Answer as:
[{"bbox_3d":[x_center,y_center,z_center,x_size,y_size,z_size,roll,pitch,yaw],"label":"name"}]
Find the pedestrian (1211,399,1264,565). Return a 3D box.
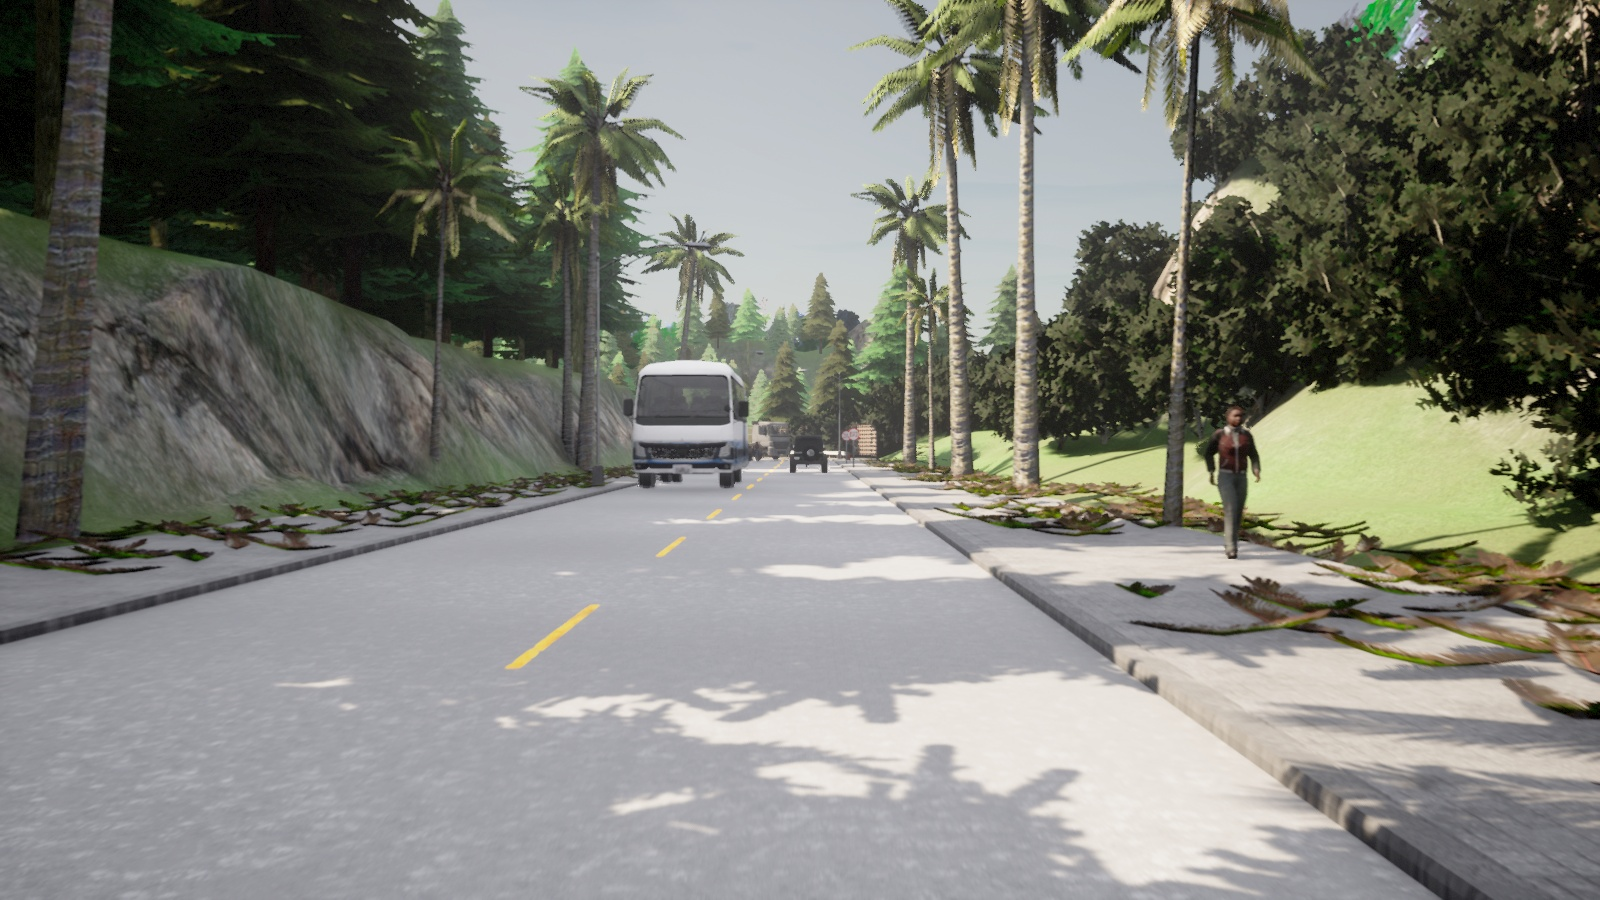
[{"bbox_3d":[5.180,0.367,14.897,0.402,1.930,0.666,0,0,1],"label":"pedestrian"}]

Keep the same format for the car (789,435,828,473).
[{"bbox_3d":[0.442,0.182,63.896,1.905,1.878,3.866,0,0,0],"label":"car"}]

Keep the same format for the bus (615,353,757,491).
[{"bbox_3d":[-3.704,-0.881,43.924,3.944,4.253,10.273,0,0,0],"label":"bus"}]
